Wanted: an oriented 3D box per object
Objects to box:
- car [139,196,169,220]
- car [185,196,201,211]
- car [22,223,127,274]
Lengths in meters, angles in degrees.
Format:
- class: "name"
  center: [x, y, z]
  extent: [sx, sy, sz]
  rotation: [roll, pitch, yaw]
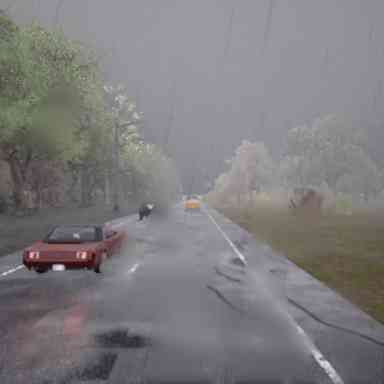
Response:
- class: "car"
  center: [-3.296, 1.374, 29.525]
  extent: [2.150, 2.045, 5.566]
  rotation: [0, 0, 1]
- class: "car"
  center: [0.118, 1.705, 43.817]
  extent: [1.882, 1.535, 5.008]
  rotation: [0, 0, 0]
- class: "car"
  center: [-3.397, 1.656, 10.714]
  extent: [1.895, 1.301, 4.718]
  rotation: [0, 0, 0]
